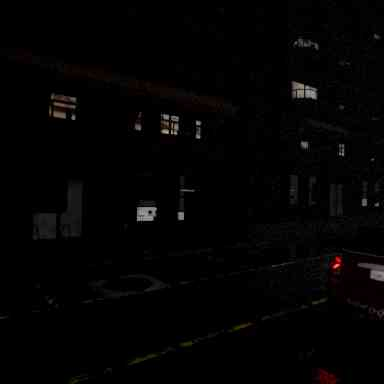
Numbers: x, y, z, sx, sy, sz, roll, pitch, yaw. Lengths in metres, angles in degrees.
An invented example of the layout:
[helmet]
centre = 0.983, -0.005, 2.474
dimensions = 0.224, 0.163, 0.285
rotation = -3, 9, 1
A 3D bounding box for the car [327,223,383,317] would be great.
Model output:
[car]
centre = 4.726, 1.356, 6.531
dimensions = 4.553, 1.767, 2.097
rotation = 0, 0, -35
